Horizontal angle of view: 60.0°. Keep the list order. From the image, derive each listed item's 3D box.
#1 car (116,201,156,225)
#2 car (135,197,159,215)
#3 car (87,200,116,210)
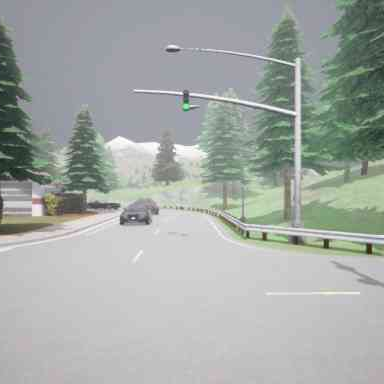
[{"bbox_3d":[-3.960,1.564,24.073,1.994,1.385,4.181,0,0,-2],"label":"car"},{"bbox_3d":[-4.783,1.352,33.865,2.097,1.767,4.553,0,0,-19],"label":"car"},{"bbox_3d":[-11.349,1.608,41.610,4.718,1.301,1.895,0,0,14],"label":"car"}]
